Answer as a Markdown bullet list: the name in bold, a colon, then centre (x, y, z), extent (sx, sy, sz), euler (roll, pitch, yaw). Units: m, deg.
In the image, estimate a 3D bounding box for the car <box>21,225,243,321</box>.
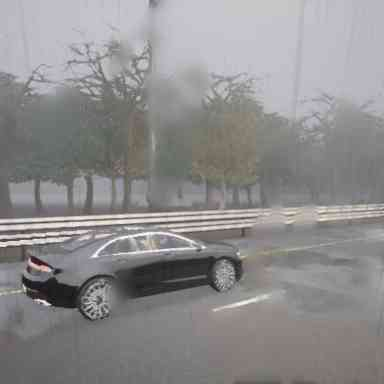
- **car**: centre (-1.006, 1.499, 7.330), extent (4.902, 1.511, 2.128), euler (0, 0, -35)
